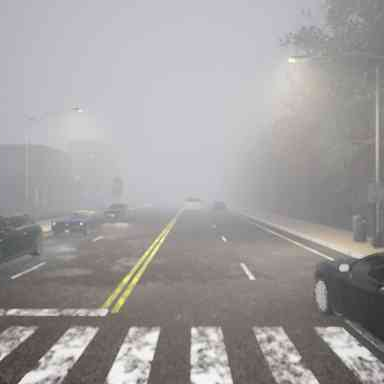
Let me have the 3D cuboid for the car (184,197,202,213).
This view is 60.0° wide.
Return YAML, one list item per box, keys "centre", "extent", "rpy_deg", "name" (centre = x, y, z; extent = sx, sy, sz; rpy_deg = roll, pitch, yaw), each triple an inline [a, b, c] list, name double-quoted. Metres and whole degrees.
- centre: [0.127, 1.611, 42.193]
  extent: [2.150, 2.045, 5.566]
  rpy_deg: [0, -1, 0]
  name: "car"

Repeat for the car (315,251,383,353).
- centre: [3.352, 1.522, 4.631]
  extent: [1.882, 1.535, 5.008]
  rpy_deg: [0, -1, 0]
  name: "car"

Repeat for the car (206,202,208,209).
- centre: [3.285, 1.976, 52.711]
  extent: [2.128, 1.511, 4.902]
  rpy_deg: [0, -1, 0]
  name: "car"

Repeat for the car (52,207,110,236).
- centre: [-6.585, 1.784, 19.779]
  extent: [1.895, 1.301, 4.718]
  rpy_deg: [0, -1, 0]
  name: "car"

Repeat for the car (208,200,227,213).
- centre: [3.380, 1.897, 42.521]
  extent: [1.837, 1.490, 4.892]
  rpy_deg: [0, -1, 0]
  name: "car"

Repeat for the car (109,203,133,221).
- centre: [-6.564, 1.780, 29.849]
  extent: [1.837, 1.490, 4.892]
  rpy_deg: [0, -1, 0]
  name: "car"

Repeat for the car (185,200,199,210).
- centre: [0.036, 2.033, 52.832]
  extent: [2.033, 1.411, 5.357]
  rpy_deg: [0, -1, 0]
  name: "car"

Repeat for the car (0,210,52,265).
- centre: [-6.593, 1.451, 10.623]
  extent: [2.097, 1.767, 4.553]
  rpy_deg: [0, -1, 0]
  name: "car"
